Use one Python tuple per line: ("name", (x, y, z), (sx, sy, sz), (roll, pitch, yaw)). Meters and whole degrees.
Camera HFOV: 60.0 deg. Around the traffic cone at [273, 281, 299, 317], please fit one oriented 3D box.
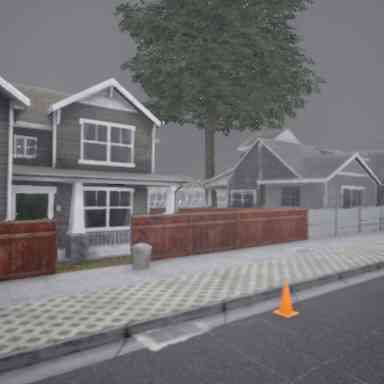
("traffic cone", (1.762, 1.966, 6.212), (0.340, 0.580, 0.340), (0, 0, -36))
